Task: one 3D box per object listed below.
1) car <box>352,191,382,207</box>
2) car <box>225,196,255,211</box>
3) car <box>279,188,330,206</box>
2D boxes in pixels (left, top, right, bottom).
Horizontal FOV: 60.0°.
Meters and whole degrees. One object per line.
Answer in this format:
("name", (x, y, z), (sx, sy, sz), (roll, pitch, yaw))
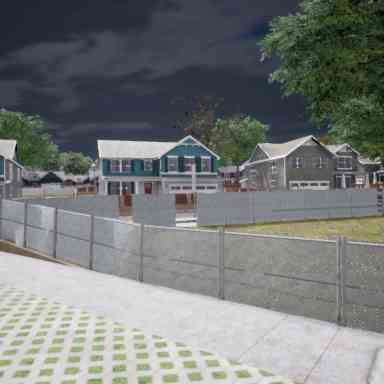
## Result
("car", (14.181, 0.504, 28.573), (4.892, 1.490, 1.837), (-1, -1, -16))
("car", (3.368, 0.836, 25.375), (5.357, 1.411, 2.033), (-2, 0, -18))
("car", (8.346, 0.483, 23.813), (4.553, 1.767, 2.097), (-2, 0, -17))
